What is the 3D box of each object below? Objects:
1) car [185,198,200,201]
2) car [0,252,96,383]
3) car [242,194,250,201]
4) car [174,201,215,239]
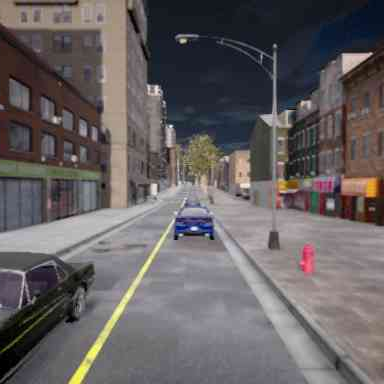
[{"bbox_3d":[0.087,1.371,41.156,1.994,1.385,4.181,0,1,0],"label":"car"},{"bbox_3d":[-2.848,1.598,4.412,1.895,1.301,4.718,0,0,0],"label":"car"},{"bbox_3d":[12.692,0.844,67.247,5.009,1.841,2.192,1,1,0],"label":"car"},{"bbox_3d":[0.093,1.437,17.028,1.882,1.535,5.008,0,0,0],"label":"car"}]
